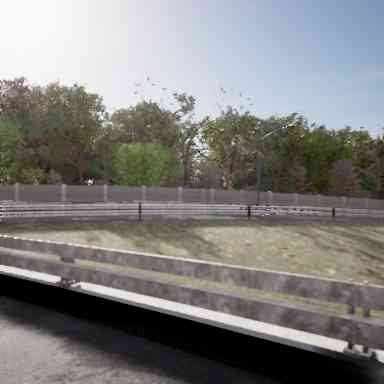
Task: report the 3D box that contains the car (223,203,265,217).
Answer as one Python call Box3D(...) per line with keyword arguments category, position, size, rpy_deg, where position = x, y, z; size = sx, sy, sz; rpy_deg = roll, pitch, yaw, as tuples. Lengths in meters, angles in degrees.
Box3D(category="car", position=(5.794, 1.927, 37.219), size=(5.008, 1.535, 1.882), rpy_deg=(3, -1, -23))
